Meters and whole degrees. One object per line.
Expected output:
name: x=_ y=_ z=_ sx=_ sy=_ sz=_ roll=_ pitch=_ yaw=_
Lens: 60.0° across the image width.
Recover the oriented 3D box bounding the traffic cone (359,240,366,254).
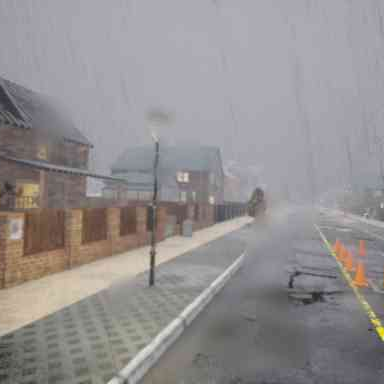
traffic cone: x=7.419 y=2.396 z=14.531 sx=0.340 sy=0.580 sz=0.340 roll=2 pitch=-1 yaw=18

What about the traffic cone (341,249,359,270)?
traffic cone: x=5.237 y=2.272 z=11.034 sx=0.340 sy=0.580 sz=0.340 roll=2 pitch=-1 yaw=18

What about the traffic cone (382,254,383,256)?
traffic cone: x=8.369 y=2.431 z=14.223 sx=0.340 sy=0.580 sz=0.340 roll=2 pitch=-1 yaw=18

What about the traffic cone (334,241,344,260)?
traffic cone: x=5.853 y=2.316 z=12.937 sx=0.340 sy=0.580 sz=0.340 roll=2 pitch=-1 yaw=18

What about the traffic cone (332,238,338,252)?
traffic cone: x=6.468 y=2.361 z=14.839 sx=0.340 sy=0.580 sz=0.340 roll=2 pitch=-1 yaw=18

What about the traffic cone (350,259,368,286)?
traffic cone: x=4.622 y=2.228 z=9.132 sx=0.340 sy=0.580 sz=0.340 roll=2 pitch=-1 yaw=18
